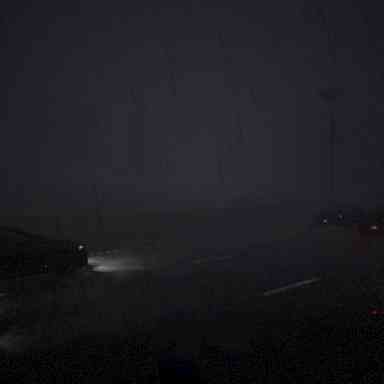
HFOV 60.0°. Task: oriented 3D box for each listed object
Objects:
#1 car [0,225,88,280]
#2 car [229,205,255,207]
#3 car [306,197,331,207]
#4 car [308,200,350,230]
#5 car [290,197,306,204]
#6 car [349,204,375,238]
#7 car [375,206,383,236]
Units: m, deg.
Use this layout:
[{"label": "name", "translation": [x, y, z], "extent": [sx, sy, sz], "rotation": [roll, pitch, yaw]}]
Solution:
[{"label": "car", "translation": [-4.990, 1.589, 8.893], "extent": [4.181, 1.385, 1.994], "rotation": [0, 0, -36]}, {"label": "car", "translation": [5.868, 1.389, 41.180], "extent": [4.902, 1.511, 2.128], "rotation": [0, 0, -44]}, {"label": "car", "translation": [16.626, 1.380, 42.015], "extent": [1.994, 1.385, 4.181], "rotation": [0, 0, 43]}, {"label": "car", "translation": [9.259, 1.428, 20.249], "extent": [4.674, 1.442, 1.812], "rotation": [0, 0, -41]}, {"label": "car", "translation": [14.064, 1.386, 44.400], "extent": [1.837, 1.490, 4.892], "rotation": [0, 0, 43]}, {"label": "car", "translation": [9.849, 1.382, 16.147], "extent": [5.008, 1.535, 1.882], "rotation": [0, 0, -40]}, {"label": "car", "translation": [7.833, 1.150, 9.909], "extent": [5.566, 2.045, 2.150], "rotation": [0, 0, -39]}]
